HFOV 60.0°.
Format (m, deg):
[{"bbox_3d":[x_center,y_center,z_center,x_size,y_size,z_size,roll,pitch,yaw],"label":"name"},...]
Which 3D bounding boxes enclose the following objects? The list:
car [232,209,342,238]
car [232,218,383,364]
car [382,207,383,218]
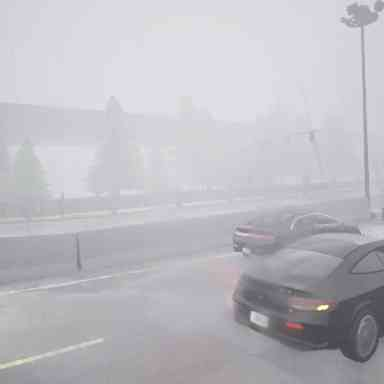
[{"bbox_3d":[3.456,1.305,10.557,4.902,1.511,2.128,-3,2,-36],"label":"car"},{"bbox_3d":[2.753,1.449,5.736,4.674,1.442,1.812,-2,1,-36],"label":"car"},{"bbox_3d":[10.946,0.820,15.953,4.892,1.490,1.837,-4,2,-36],"label":"car"}]
